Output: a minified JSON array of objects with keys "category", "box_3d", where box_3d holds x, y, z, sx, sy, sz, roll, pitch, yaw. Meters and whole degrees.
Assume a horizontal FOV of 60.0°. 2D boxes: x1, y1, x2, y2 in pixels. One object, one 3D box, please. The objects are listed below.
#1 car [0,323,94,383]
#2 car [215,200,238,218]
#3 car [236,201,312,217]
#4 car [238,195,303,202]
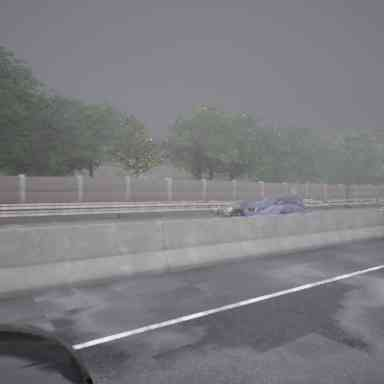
[{"category":"car","box_3d":[-2.963,1.487,1.633,4.902,1.511,2.128,0,0,-36]},{"category":"car","box_3d":[4.115,1.417,28.398,4.553,1.767,2.097,0,0,-35]},{"category":"car","box_3d":[5.415,1.530,20.741,5.008,1.535,1.882,0,0,-35]},{"category":"car","box_3d":[6.525,1.289,25.819,5.566,2.045,2.150,0,0,-35]}]
